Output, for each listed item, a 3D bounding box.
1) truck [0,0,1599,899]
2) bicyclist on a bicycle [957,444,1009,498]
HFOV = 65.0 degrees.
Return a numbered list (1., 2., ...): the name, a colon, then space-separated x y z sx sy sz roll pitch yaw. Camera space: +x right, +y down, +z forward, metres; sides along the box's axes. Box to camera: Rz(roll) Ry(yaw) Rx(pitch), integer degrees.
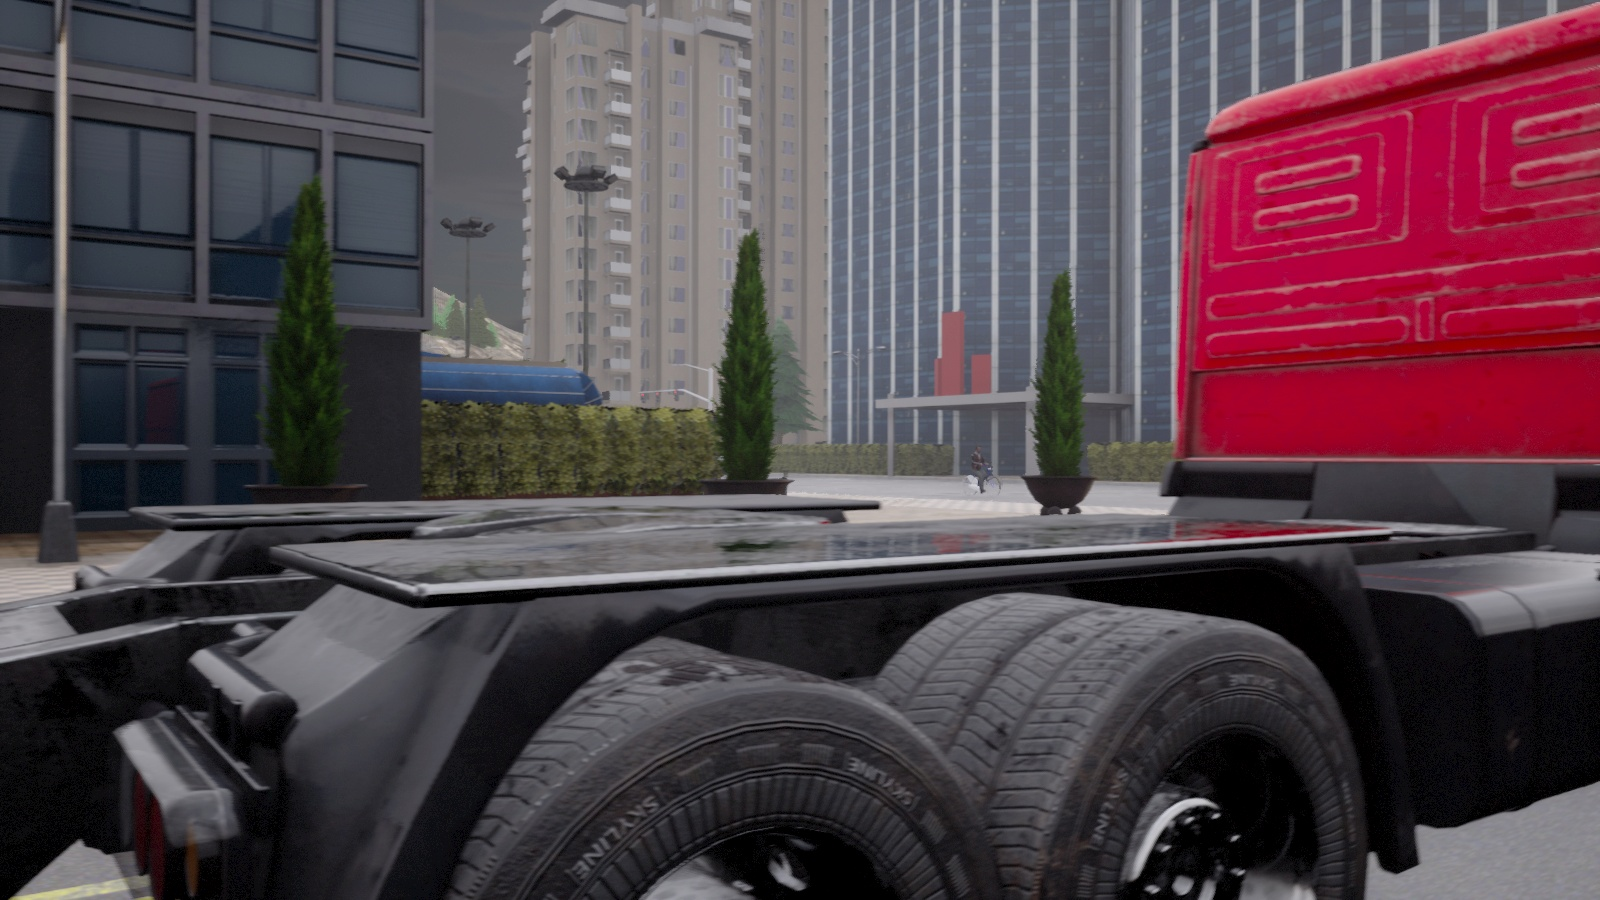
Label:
1. truck: 1.291 -0.229 4.561 7.936 3.462 2.891 0 0 -35
2. bicyclist on a bicycle: 6.196 0.707 42.681 0.659 1.776 1.843 0 0 -35
